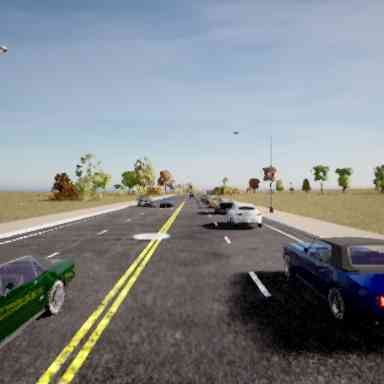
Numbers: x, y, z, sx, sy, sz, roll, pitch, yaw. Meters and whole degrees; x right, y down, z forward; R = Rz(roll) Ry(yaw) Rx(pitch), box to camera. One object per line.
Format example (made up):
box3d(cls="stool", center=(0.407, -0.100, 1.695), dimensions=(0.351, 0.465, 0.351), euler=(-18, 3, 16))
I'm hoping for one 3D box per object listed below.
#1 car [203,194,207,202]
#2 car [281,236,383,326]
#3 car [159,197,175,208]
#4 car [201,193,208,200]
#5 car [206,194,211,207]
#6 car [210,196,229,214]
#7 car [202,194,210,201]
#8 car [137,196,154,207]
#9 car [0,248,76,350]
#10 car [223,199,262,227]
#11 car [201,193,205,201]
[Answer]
box3d(cls="car", center=(3.264, 1.418, 55.617), dimensions=(1.895, 1.301, 4.718), euler=(0, 0, 0))
box3d(cls="car", center=(3.351, 1.579, 7.013), dimensions=(1.895, 1.301, 4.718), euler=(0, 0, 0))
box3d(cls="car", center=(-3.326, 1.400, 45.186), dimensions=(2.033, 1.411, 5.357), euler=(0, 0, 0))
box3d(cls="car", center=(3.271, 1.154, 88.776), dimensions=(1.801, 1.575, 5.366), euler=(0, 0, 0))
box3d(cls="car", center=(3.261, 1.311, 44.776), dimensions=(1.801, 1.575, 5.366), euler=(0, 0, 0))
box3d(cls="car", center=(3.259, 1.384, 33.587), dimensions=(2.128, 1.511, 4.902), euler=(0, 0, 0))
box3d(cls="car", center=(3.269, 1.194, 77.776), dimensions=(1.801, 1.575, 5.366), euler=(0, 0, 0))
box3d(cls="car", center=(-6.570, 1.337, 47.098), dimensions=(2.128, 1.511, 4.902), euler=(0, 0, 0))
box3d(cls="car", center=(-3.349, 1.586, 4.703), dimensions=(1.895, 1.301, 4.718), euler=(0, 0, 0))
box3d(cls="car", center=(3.356, 1.457, 21.771), dimensions=(1.812, 1.442, 4.674), euler=(0, 0, 0))
box3d(cls="car", center=(3.266, 1.326, 66.586), dimensions=(2.033, 1.411, 5.357), euler=(0, 0, 0))
